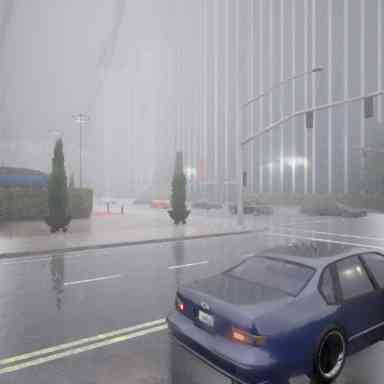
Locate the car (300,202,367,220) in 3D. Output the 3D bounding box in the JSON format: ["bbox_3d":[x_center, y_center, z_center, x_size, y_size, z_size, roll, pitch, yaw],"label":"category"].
[{"bbox_3d":[12.099,1.547,28.814,2.033,1.411,5.357,0,0,-43],"label":"car"}]

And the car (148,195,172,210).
[{"bbox_3d":[-3.391,1.352,43.478,2.097,1.767,4.553,0,0,-36],"label":"car"}]

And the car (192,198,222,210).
[{"bbox_3d":[1.829,1.525,42.240,1.812,1.442,4.674,0,0,-36],"label":"car"}]

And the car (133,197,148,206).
[{"bbox_3d":[-8.242,1.564,56.188,1.994,1.385,4.181,0,0,-36],"label":"car"}]

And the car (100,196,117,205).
[{"bbox_3d":[-15.151,1.529,59.865,1.812,1.442,4.674,0,0,-36],"label":"car"}]

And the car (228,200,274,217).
[{"bbox_3d":[5.480,1.505,31.227,1.837,1.490,4.892,0,0,-36],"label":"car"}]

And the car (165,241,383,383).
[{"bbox_3d":[2.224,1.547,5.389,5.357,1.411,2.033,0,0,-35],"label":"car"}]
